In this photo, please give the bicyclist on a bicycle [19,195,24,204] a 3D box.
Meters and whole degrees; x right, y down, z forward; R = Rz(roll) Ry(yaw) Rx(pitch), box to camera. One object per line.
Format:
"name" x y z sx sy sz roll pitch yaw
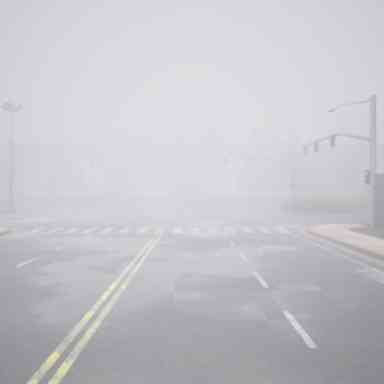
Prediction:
"bicyclist on a bicycle" -28.427 1.222 55.435 0.582 1.620 1.656 0 0 -2
